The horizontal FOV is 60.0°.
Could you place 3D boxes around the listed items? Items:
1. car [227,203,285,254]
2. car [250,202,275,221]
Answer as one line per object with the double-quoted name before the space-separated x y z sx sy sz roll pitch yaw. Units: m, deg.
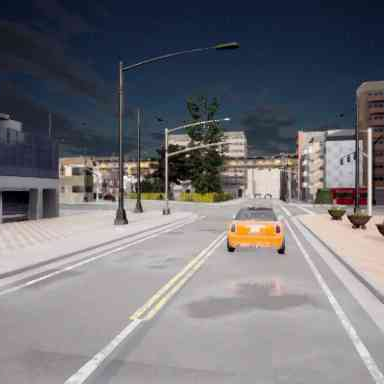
"car" 2.718 1.365 13.859 2.097 1.767 4.553 0 0 13
"car" 6.097 1.615 28.535 1.895 1.301 4.718 0 0 13
